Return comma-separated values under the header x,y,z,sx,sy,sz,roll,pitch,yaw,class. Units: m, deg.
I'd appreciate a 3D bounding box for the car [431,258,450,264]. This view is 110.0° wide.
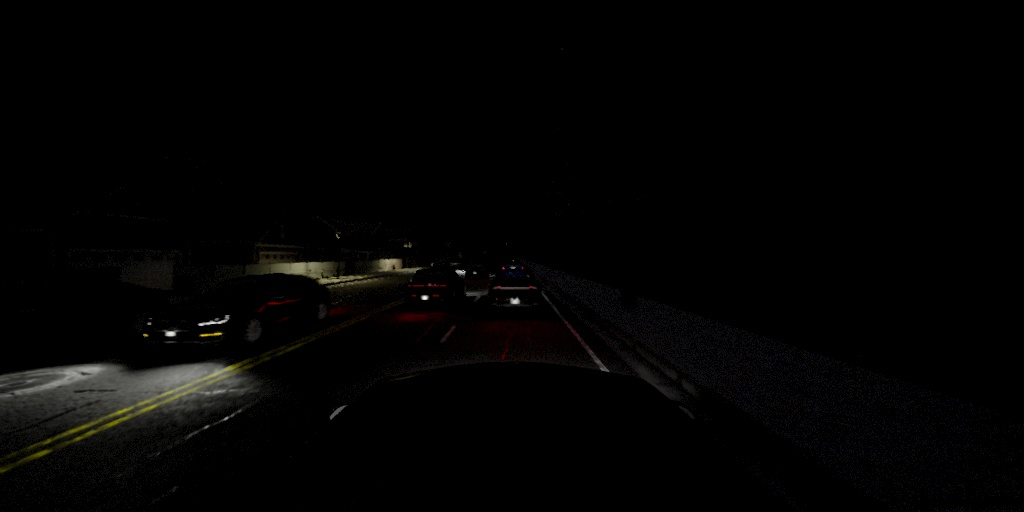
x,y,z,sx,sy,sz,roll,pitch,yaw,class
-9.836,1.099,49.555,2.097,1.767,4.553,0,0,0,car

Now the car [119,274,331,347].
x,y,z,sx,sy,sz,roll,pitch,yaw,class
-6.601,1.252,9.358,1.837,1.490,4.892,0,0,0,car

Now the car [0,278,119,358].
x,y,z,sx,sy,sz,roll,pitch,yaw,class
-9.851,1.252,7.287,1.837,1.490,4.892,0,0,0,car

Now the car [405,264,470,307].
x,y,z,sx,sy,sz,roll,pitch,yaw,class
-3.150,1.250,15.374,1.837,1.490,4.892,0,0,0,car

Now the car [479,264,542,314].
x,y,z,sx,sy,sz,roll,pitch,yaw,class
0.100,1.237,13.818,2.128,1.511,4.902,0,0,0,car

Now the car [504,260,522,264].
x,y,z,sx,sy,sz,roll,pitch,yaw,class
0.096,1.098,31.495,2.097,1.767,4.553,0,0,0,car

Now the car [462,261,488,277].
x,y,z,sx,sy,sz,roll,pitch,yaw,class
-3.156,1.272,32.814,1.812,1.442,4.674,0,0,0,car

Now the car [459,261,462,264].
x,y,z,sx,sy,sz,roll,pitch,yaw,class
-6.587,1.348,51.003,1.895,1.301,4.718,0,0,0,car
